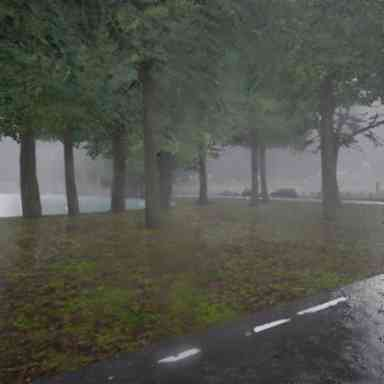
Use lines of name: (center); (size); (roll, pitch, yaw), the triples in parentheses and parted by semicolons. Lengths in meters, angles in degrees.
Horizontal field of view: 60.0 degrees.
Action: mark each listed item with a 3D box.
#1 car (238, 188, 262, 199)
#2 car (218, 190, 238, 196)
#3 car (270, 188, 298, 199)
car: (12.426, 0.244, 66.005); (2.150, 2.045, 5.566); (-1, 2, -35)
car: (8.329, 0.267, 76.412); (2.033, 1.411, 5.357); (-2, 2, -36)
car: (17.573, 0.239, 63.612); (2.150, 2.045, 5.566); (-2, 2, -36)
